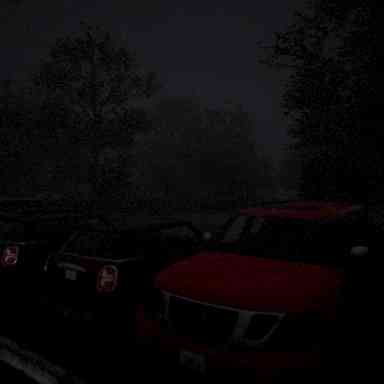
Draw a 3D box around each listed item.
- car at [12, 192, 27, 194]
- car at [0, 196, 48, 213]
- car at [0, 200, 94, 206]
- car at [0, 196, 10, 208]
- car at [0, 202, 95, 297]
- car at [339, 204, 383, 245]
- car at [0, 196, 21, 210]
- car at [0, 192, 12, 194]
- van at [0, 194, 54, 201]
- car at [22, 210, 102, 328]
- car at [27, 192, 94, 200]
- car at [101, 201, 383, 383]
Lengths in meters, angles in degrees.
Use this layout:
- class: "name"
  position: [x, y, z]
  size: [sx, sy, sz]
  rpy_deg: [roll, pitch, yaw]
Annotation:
- class: "car"
  position: [-13.846, 1.043, 32.383]
  size: [2.435, 2.045, 5.566]
  rpy_deg: [0, 0, 35]
- class: "car"
  position: [-18.372, 1.266, 35.629]
  size: [2.097, 1.535, 5.008]
  rpy_deg: [0, 0, 35]
- class: "car"
  position: [-5.215, 1.289, 10.272]
  size: [2.185, 1.767, 4.553]
  rpy_deg: [0, 0, 35]
- class: "car"
  position: [-25.196, 1.265, 40.450]
  size: [2.163, 1.488, 4.792]
  rpy_deg: [0, 0, 35]
- class: "car"
  position: [-2.967, 1.307, 8.597]
  size: [2.185, 1.767, 4.553]
  rpy_deg: [0, 0, 35]
- class: "car"
  position: [8.899, 1.466, 16.255]
  size: [2.231, 1.521, 4.892]
  rpy_deg: [0, 0, 35]
- class: "car"
  position: [-22.892, 1.273, 38.884]
  size: [2.163, 1.488, 4.792]
  rpy_deg: [0, 0, 35]
- class: "car"
  position: [-20.656, 1.002, 37.225]
  size: [2.435, 2.045, 5.566]
  rpy_deg: [0, 0, 35]
- class: "van"
  position: [-7.585, 1.172, 11.776]
  size: [1.878, 1.987, 4.442]
  rpy_deg: [0, 0, 35]
- class: "car"
  position: [-0.682, 1.324, 6.973]
  size: [2.185, 1.767, 4.553]
  rpy_deg: [0, 0, 35]
- class: "car"
  position: [-11.677, 1.059, 30.841]
  size: [2.435, 2.045, 5.566]
  rpy_deg: [0, 0, 35]
- class: "car"
  position: [1.605, 1.215, 5.351]
  size: [2.435, 2.045, 5.566]
  rpy_deg: [0, 0, 35]
